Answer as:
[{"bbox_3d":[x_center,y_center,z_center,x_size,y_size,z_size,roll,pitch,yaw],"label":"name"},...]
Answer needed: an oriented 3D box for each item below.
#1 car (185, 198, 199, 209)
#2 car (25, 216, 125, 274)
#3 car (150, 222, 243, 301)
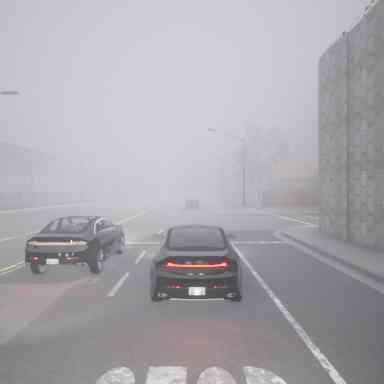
[{"bbox_3d":[0.012,1.492,44.086,2.128,1.511,4.902,0,0,0],"label":"car"},{"bbox_3d":[-3.421,1.492,10.571,2.128,1.511,4.902,0,0,0],"label":"car"},{"bbox_3d":[0.085,1.505,8.300,1.837,1.490,4.892,0,0,0],"label":"car"}]
